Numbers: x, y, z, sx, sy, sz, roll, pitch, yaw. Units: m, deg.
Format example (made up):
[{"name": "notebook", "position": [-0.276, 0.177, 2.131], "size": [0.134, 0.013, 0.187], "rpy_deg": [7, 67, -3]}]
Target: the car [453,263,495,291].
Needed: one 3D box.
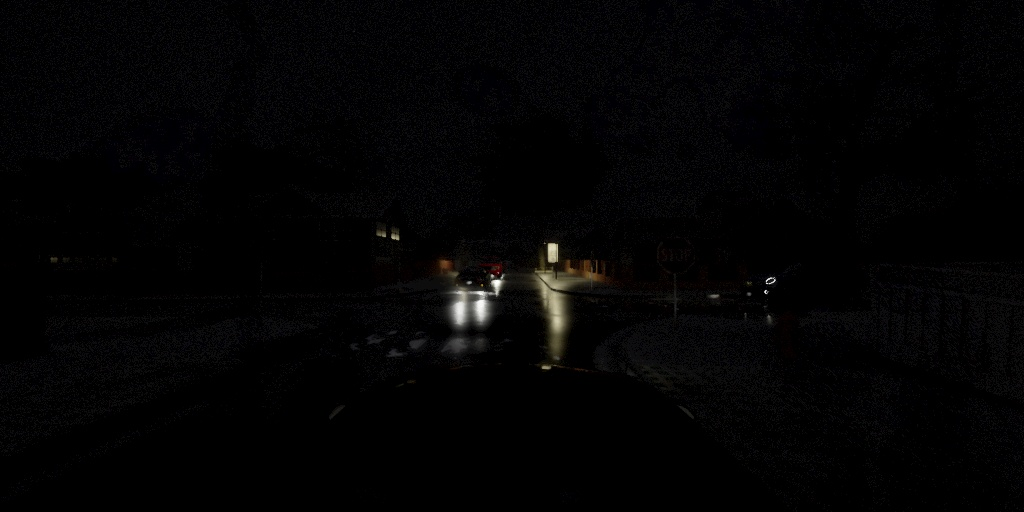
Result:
[{"name": "car", "position": [-2.362, 1.352, 22.332], "size": [1.994, 1.385, 4.181], "rpy_deg": [0, 0, 1]}]

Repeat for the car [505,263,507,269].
[{"name": "car", "position": [-1.913, 1.498, 46.198], "size": [1.994, 1.385, 4.181], "rpy_deg": [0, -1, 0]}]

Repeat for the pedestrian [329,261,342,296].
[{"name": "pedestrian", "position": [-9.275, 1.160, 18.726], "size": [0.375, 1.860, 0.375], "rpy_deg": [0, -1, 2]}]

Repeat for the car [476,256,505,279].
[{"name": "car", "position": [-2.083, 1.057, 34.195], "size": [2.150, 2.045, 5.566], "rpy_deg": [0, 0, 1]}]

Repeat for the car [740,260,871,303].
[{"name": "car", "position": [12.207, 0.991, 15.010], "size": [4.553, 1.767, 2.097], "rpy_deg": [-1, -2, 2]}]
